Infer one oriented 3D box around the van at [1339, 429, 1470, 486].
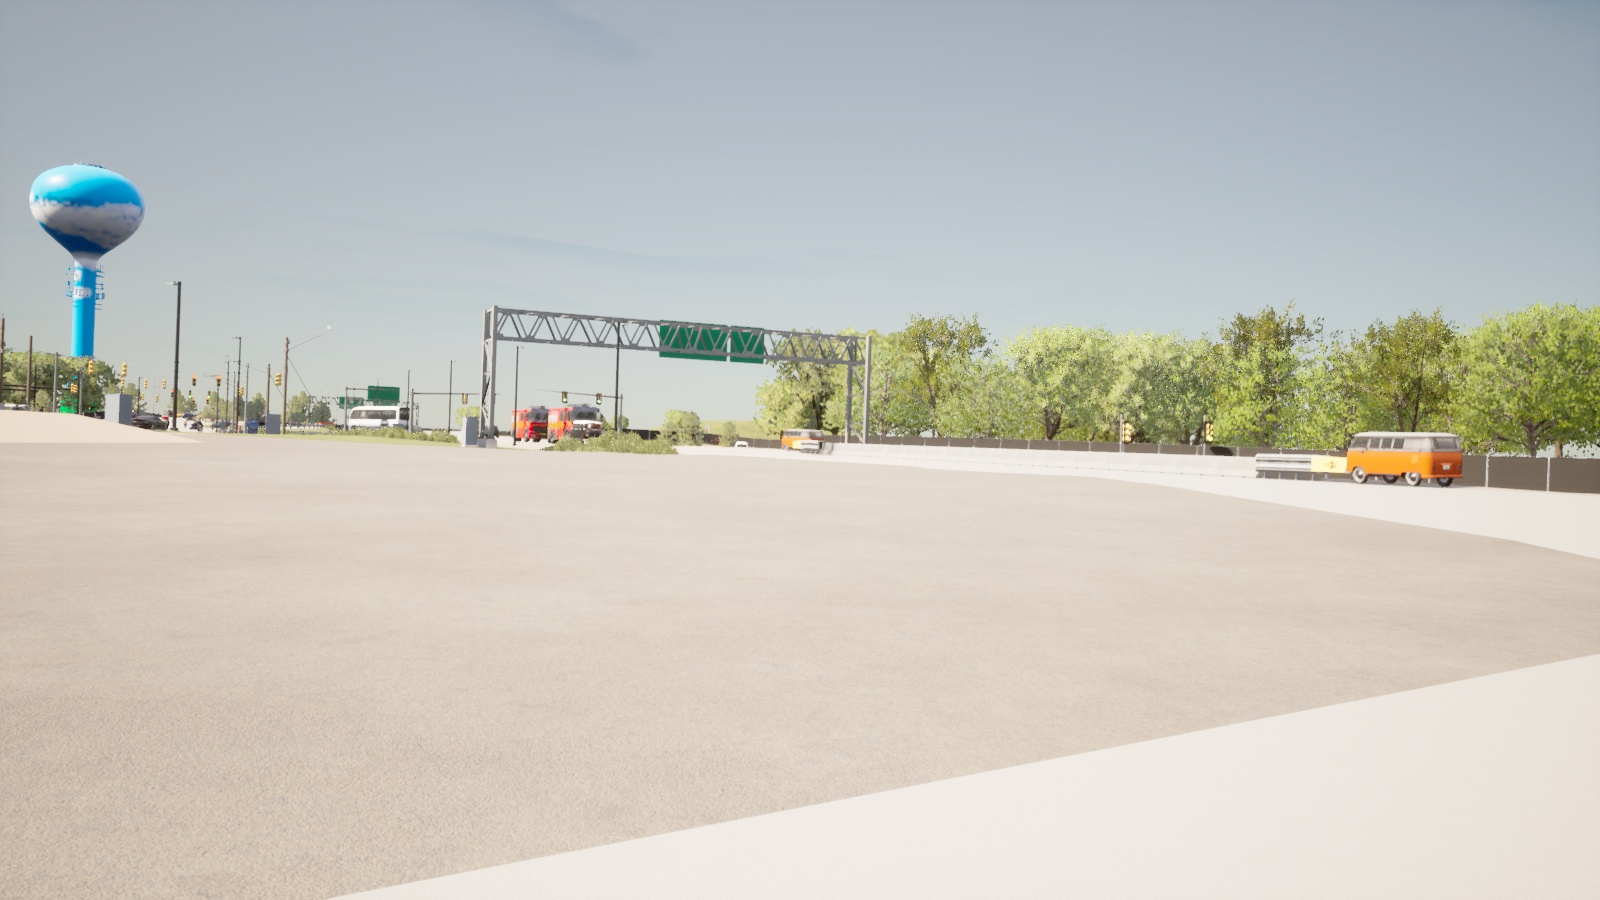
[{"bbox_3d":[22.387,0.230,46.721,1.775,1.987,4.442,-1,1,-19],"label":"van"}]
